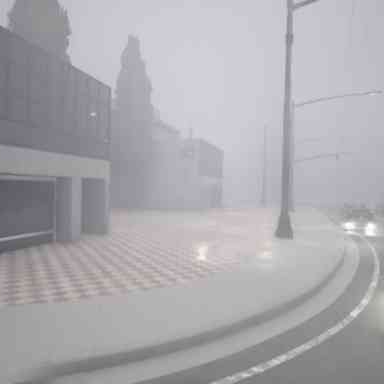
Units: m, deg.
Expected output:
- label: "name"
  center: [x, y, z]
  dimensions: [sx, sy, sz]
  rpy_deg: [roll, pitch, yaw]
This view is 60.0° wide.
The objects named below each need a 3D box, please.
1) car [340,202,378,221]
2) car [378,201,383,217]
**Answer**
- label: "car"
  center: [13.267, 1.508, 26.929]
  dimensions: [1.895, 1.301, 4.718]
  rpy_deg: [2, 1, 17]
- label: "car"
  center: [18.254, 1.531, 30.653]
  dimensions: [1.994, 1.385, 4.181]
  rpy_deg: [2, 1, 17]
